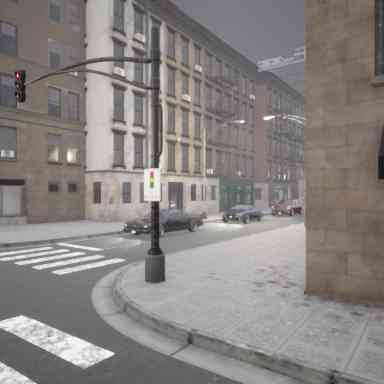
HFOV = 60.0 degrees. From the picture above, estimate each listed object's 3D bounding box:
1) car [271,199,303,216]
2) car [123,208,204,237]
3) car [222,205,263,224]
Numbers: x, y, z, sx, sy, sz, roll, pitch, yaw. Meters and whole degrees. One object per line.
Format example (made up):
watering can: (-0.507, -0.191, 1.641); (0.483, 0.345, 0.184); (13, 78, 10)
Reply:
car: (9.985, 1.538, 34.792); (2.097, 1.767, 4.553); (0, 0, 35)
car: (-1.391, 1.630, 18.870); (2.033, 1.411, 5.357); (0, 0, 35)
car: (4.065, 1.696, 26.509); (1.994, 1.385, 4.181); (0, 0, 36)
